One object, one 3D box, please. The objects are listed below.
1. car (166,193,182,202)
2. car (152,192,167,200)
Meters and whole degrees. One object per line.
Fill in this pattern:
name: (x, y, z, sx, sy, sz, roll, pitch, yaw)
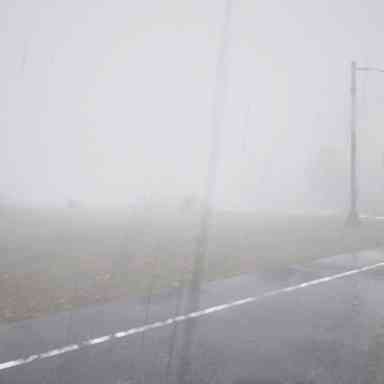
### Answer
car: (-2.350, 1.271, 61.113, 1.837, 1.490, 4.892, 0, 0, -33)
car: (-6.828, 0.962, 67.728, 2.150, 2.045, 5.566, 0, 0, -34)
